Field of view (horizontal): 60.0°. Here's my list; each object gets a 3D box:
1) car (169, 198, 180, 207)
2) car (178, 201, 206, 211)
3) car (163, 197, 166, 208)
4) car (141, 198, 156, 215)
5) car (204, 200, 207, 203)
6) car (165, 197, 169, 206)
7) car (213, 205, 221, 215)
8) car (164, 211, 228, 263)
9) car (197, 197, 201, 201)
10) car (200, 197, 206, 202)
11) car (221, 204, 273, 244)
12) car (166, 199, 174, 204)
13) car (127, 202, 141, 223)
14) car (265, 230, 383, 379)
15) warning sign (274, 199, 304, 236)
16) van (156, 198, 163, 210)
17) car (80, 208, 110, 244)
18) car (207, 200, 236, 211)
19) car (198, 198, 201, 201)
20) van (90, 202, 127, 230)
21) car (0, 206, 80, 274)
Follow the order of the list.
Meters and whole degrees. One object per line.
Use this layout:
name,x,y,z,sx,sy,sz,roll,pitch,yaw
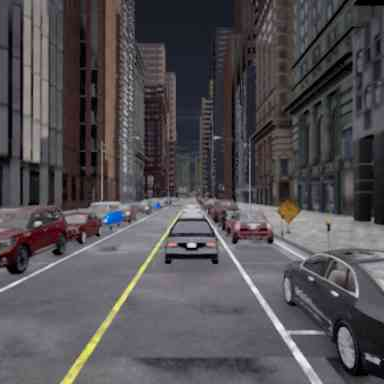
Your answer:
car,-3.074,2.248,64.555,1.895,1.301,4.718,0,-1,1
car,-0.002,1.814,28.900,1.812,1.442,4.674,0,0,0
car,-5.812,2.085,56.008,1.752,1.417,4.829,0,-1,0
car,-5.799,1.832,39.270,1.967,1.590,4.097,0,-1,0
car,2.727,1.958,39.284,1.947,1.339,4.313,0,-1,0
car,-5.817,2.170,61.813,2.008,1.369,4.403,0,-1,0
car,2.741,1.790,22.375,1.947,1.339,4.313,0,-1,0
car,-0.003,1.673,12.516,2.033,1.411,5.357,0,-1,0
car,2.694,2.377,78.735,1.802,1.307,4.206,0,-1,0
car,2.717,1.945,50.556,1.967,1.590,4.097,0,-1,0
car,2.745,1.608,16.740,1.967,1.590,4.097,0,-1,0
car,-5.841,2.479,89.995,1.947,1.339,4.313,0,-1,0
car,-5.789,1.720,27.997,1.967,1.590,4.097,0,-1,0
car,2.755,1.607,5.468,2.008,1.369,4.403,0,-1,0
warning sign,5.056,1.290,17.440,1.300,1.860,1.060,0,0,0
van,-5.808,1.846,50.543,1.690,1.788,3.998,0,-1,0
car,-5.779,1.712,16.723,1.887,1.381,4.507,0,-1,0
car,2.736,1.595,28.014,2.192,1.841,5.009,0,-1,0
car,2.708,2.186,61.827,1.947,1.339,4.313,0,-1,0
van,-5.785,1.565,22.361,1.690,1.788,3.998,0,-1,0
car,-5.775,1.427,11.088,2.192,1.841,5.009,0,-1,0
